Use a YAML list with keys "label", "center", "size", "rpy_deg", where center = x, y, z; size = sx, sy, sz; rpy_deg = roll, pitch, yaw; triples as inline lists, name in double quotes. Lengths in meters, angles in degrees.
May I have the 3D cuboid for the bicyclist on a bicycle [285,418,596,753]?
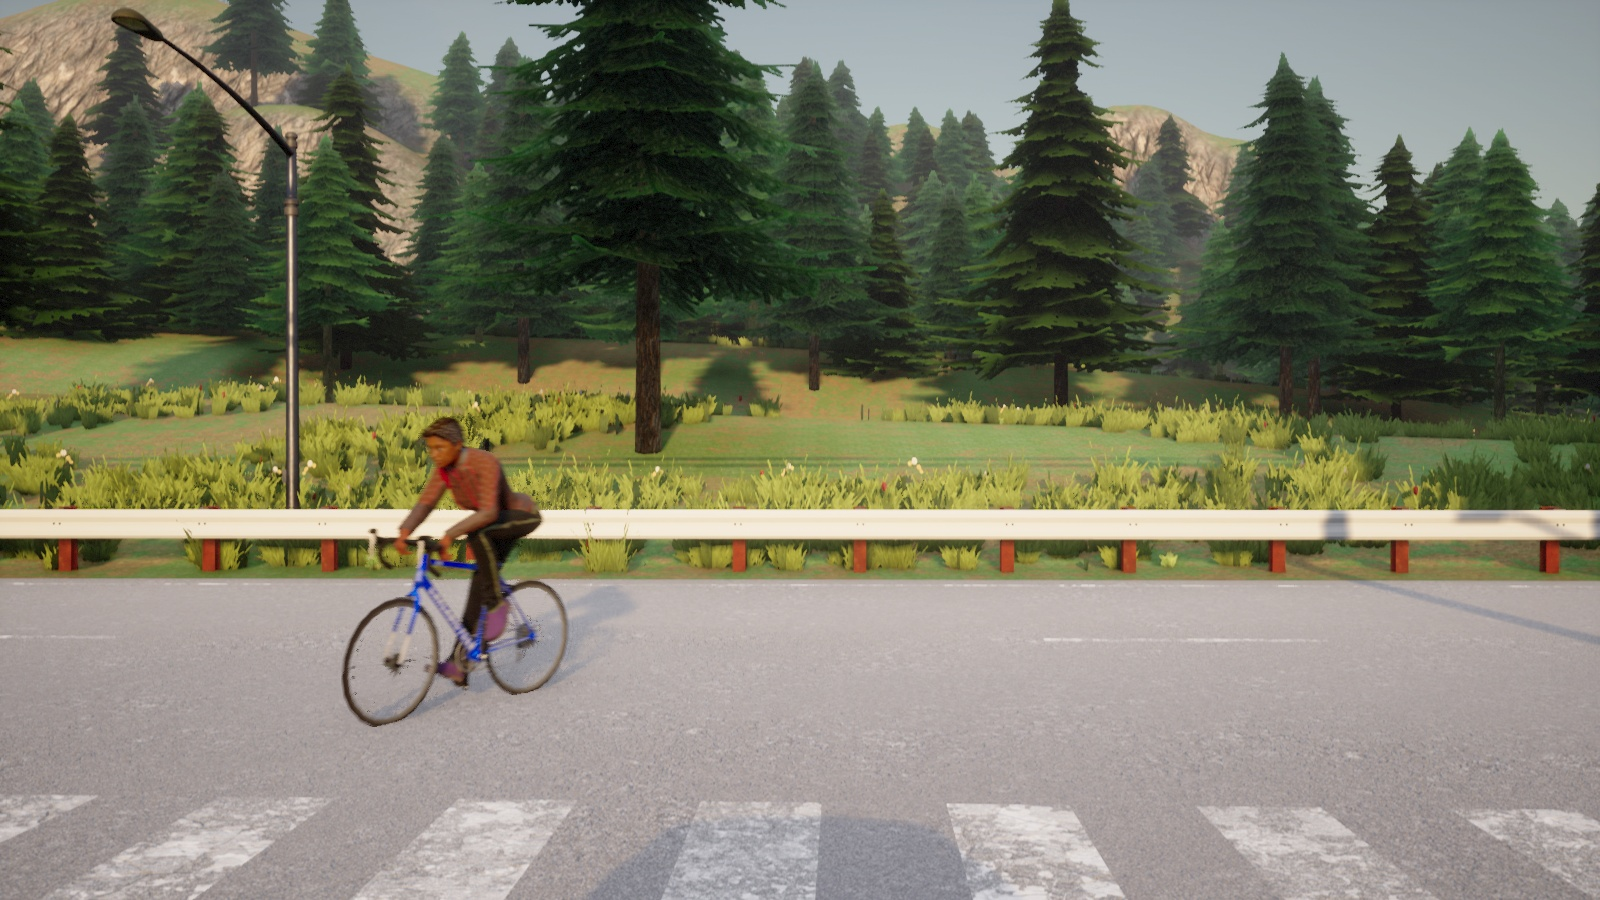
- label: "bicyclist on a bicycle"
  center: [-1.922, 0.646, 6.939]
  size: [0.582, 1.620, 1.656]
  rpy_deg: [2, 2, 33]
